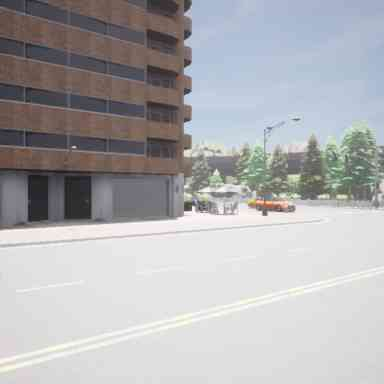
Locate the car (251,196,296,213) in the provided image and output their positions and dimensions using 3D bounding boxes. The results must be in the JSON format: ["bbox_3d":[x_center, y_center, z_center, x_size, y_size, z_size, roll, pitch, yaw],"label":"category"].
[{"bbox_3d":[9.220,1.296,36.753,2.097,1.767,4.553,0,0,-33],"label":"car"}]

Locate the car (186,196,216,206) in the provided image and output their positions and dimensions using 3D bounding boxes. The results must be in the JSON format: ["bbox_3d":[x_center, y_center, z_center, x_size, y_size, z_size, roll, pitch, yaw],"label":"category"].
[{"bbox_3d":[1.436,1.422,53.477,1.882,1.535,5.008,0,0,-44],"label":"car"}]

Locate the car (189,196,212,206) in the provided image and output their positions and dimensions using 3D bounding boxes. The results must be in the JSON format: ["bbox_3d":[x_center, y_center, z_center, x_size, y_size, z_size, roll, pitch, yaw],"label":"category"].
[{"bbox_3d":[1.053,1.492,48.895,2.033,1.411,5.357,0,0,-37],"label":"car"}]

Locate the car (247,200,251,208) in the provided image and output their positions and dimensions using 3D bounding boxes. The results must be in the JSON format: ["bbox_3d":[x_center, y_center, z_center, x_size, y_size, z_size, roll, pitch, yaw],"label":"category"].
[{"bbox_3d":[9.327,1.422,42.873,1.882,1.535,5.008,0,0,-34],"label":"car"}]
